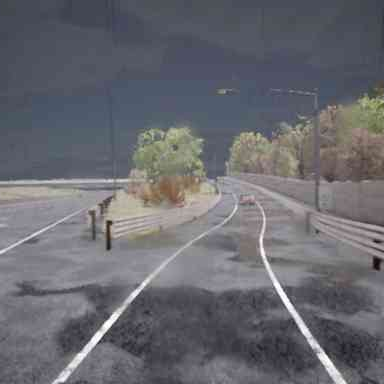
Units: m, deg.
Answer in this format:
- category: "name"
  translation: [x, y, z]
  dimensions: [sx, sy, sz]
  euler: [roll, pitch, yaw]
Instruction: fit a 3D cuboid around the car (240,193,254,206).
- category: "car"
  translation: [8.774, 1.416, 52.590]
  dimensions: [1.895, 1.301, 4.718]
  euler: [-1, 2, 8]
